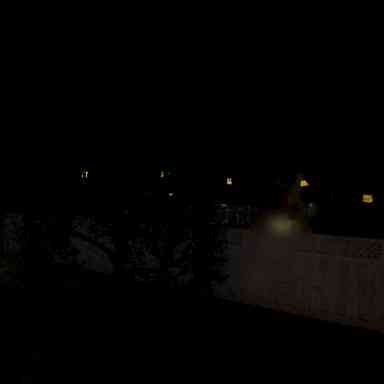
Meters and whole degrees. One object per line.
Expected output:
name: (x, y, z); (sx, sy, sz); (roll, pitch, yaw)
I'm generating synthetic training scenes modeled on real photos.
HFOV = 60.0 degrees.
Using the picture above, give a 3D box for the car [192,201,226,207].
car: (1.936, 1.584, 37.655); (4.674, 1.442, 1.812); (1, 2, -43)

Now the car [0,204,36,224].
car: (-11.675, 1.494, 22.375); (2.033, 1.411, 5.357); (4, 2, 38)

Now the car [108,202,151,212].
car: (-5.259, 1.528, 30.255); (2.033, 1.411, 5.357); (4, 2, 41)
